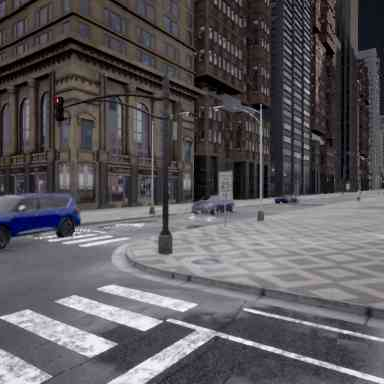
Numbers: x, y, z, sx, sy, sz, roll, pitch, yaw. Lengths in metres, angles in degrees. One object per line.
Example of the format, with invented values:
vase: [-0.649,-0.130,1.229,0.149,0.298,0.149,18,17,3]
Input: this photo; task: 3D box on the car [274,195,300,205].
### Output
car: [12.300,1.001,42.986,1.895,1.301,4.718,0,1,36]

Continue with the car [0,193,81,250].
car: [-7.252,1.095,14.136,2.150,2.045,5.566,0,1,25]

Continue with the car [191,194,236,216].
car: [1.879,0.990,28.417,2.097,1.767,4.553,0,1,35]
